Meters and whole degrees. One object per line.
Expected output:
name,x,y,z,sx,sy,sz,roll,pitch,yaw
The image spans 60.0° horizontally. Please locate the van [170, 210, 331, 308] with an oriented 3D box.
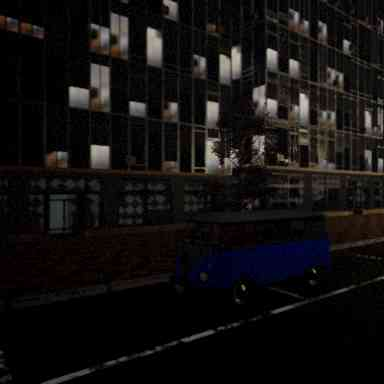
van,1.465,1.327,7.605,3.998,1.788,1.690,0,0,-36
